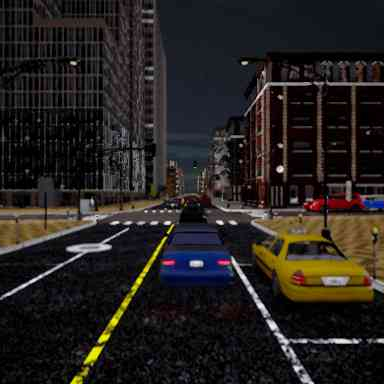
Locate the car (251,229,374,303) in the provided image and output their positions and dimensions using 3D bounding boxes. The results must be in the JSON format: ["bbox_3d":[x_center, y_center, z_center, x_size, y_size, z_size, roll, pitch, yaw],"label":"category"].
[{"bbox_3d":[2.573,1.576,8.277,1.752,1.417,4.829,0,0,0],"label":"car"}]

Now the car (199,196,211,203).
[{"bbox_3d":[2.623,1.701,62.924,2.192,1.841,5.009,0,0,0],"label":"car"}]

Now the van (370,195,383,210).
[{"bbox_3d":[21.006,1.285,38.513,3.998,1.788,1.690,-1,1,-1],"label":"van"}]

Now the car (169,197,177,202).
[{"bbox_3d":[-5.230,2.110,90.894,2.008,1.369,4.403,0,0,0],"label":"car"}]

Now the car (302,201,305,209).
[{"bbox_3d":[15.350,1.329,38.458,5.009,1.841,2.192,-1,1,-1],"label":"car"}]

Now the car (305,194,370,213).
[{"bbox_3d":[15.653,1.222,36.001,5.566,2.045,2.150,-1,0,-1],"label":"car"}]

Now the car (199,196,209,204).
[{"bbox_3d":[2.634,1.770,74.110,2.192,1.841,5.009,0,0,0],"label":"car"}]

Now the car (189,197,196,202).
[{"bbox_3d":[0.086,2.111,90.626,1.994,1.385,4.181,0,0,0],"label":"car"}]

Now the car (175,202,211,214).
[{"bbox_3d":[0.113,1.637,21.562,1.837,1.490,4.892,0,0,0],"label":"car"}]

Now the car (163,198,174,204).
[{"bbox_3d":[-5.246,2.006,74.116,2.008,1.369,4.403,0,0,0],"label":"car"}]

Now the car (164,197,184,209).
[{"bbox_3d":[-2.795,1.802,50.771,2.128,1.511,4.902,0,0,0],"label":"car"}]

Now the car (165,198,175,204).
[{"bbox_3d":[-5.241,2.035,79.709,1.887,1.381,4.507,0,0,0],"label":"car"}]

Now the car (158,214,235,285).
[{"bbox_3d":[0.106,1.607,9.685,2.033,1.411,5.357,0,0,0],"label":"car"}]

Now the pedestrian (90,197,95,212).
[{"bbox_3d":[-12.309,1.520,41.129,0.375,1.860,0.375,0,1,-1],"label":"pedestrian"}]

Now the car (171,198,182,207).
[{"bbox_3d":[-2.760,1.896,60.398,1.812,1.442,4.674,0,0,0],"label":"car"}]

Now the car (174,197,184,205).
[{"bbox_3d":[-2.683,1.913,70.884,1.882,1.535,5.008,0,0,0],"label":"car"}]
